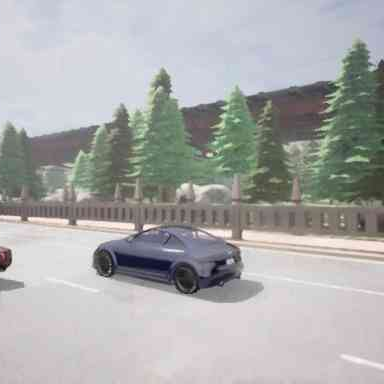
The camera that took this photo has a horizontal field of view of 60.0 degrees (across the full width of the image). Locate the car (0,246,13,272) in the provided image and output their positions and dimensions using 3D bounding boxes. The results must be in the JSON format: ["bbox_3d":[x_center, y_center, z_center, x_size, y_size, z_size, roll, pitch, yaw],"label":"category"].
[{"bbox_3d":[-6.906,1.637,8.990,4.718,1.301,1.895,0,0,36],"label":"car"}]

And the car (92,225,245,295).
[{"bbox_3d":[-0.736,1.583,8.854,4.181,1.385,1.994,0,0,36],"label":"car"}]
